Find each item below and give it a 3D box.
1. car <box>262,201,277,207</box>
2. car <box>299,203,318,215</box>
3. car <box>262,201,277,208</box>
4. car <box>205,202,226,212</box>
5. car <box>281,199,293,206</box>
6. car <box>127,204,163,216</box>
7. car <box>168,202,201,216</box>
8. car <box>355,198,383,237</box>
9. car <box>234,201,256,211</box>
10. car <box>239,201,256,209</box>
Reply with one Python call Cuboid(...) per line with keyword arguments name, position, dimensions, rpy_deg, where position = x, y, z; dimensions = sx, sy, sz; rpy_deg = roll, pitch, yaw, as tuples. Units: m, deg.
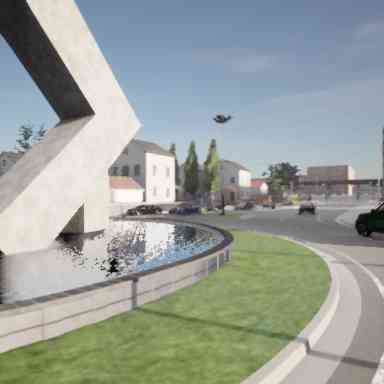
Cuboid(name="car", position=(19.094, 2.850, 81.637), dimensions=(2.033, 1.411, 5.357), rpy_deg=(-1, -1, 29))
Cuboid(name="car", position=(14.749, 2.136, 42.196), dimensions=(2.128, 1.511, 4.902), rpy_deg=(-1, -1, 25))
Cuboid(name="car", position=(16.176, 2.652, 69.237), dimensions=(2.033, 1.411, 5.357), rpy_deg=(-1, -1, 29))
Cuboid(name="car", position=(3.937, 2.450, 54.823), dimensions=(1.837, 1.490, 4.892), rpy_deg=(-1, -1, 31))
Cuboid(name="car", position=(23.696, 2.637, 82.706), dimensions=(2.097, 1.767, 4.553), rpy_deg=(-1, -1, 29))
Cuboid(name="car", position=(-6.033, 2.311, 42.800), dimensions=(4.892, 1.490, 1.837), rpy_deg=(1, -1, -43))
Cuboid(name="car", position=(-0.901, 2.123, 43.004), dimensions=(2.097, 1.767, 4.553), rpy_deg=(-1, -1, 44))
Cuboid(name="car", position=(10.683, 1.447, 16.792), dimensions=(2.150, 2.045, 5.566), rpy_deg=(0, -1, -6))
Cuboid(name="car", position=(8.583, 2.455, 55.823), dimensions=(1.812, 1.442, 4.674), rpy_deg=(-1, -1, 30))
Cuboid(name="car", position=(11.464, 2.602, 67.980), dimensions=(1.882, 1.535, 5.008), rpy_deg=(-1, -1, 29))
